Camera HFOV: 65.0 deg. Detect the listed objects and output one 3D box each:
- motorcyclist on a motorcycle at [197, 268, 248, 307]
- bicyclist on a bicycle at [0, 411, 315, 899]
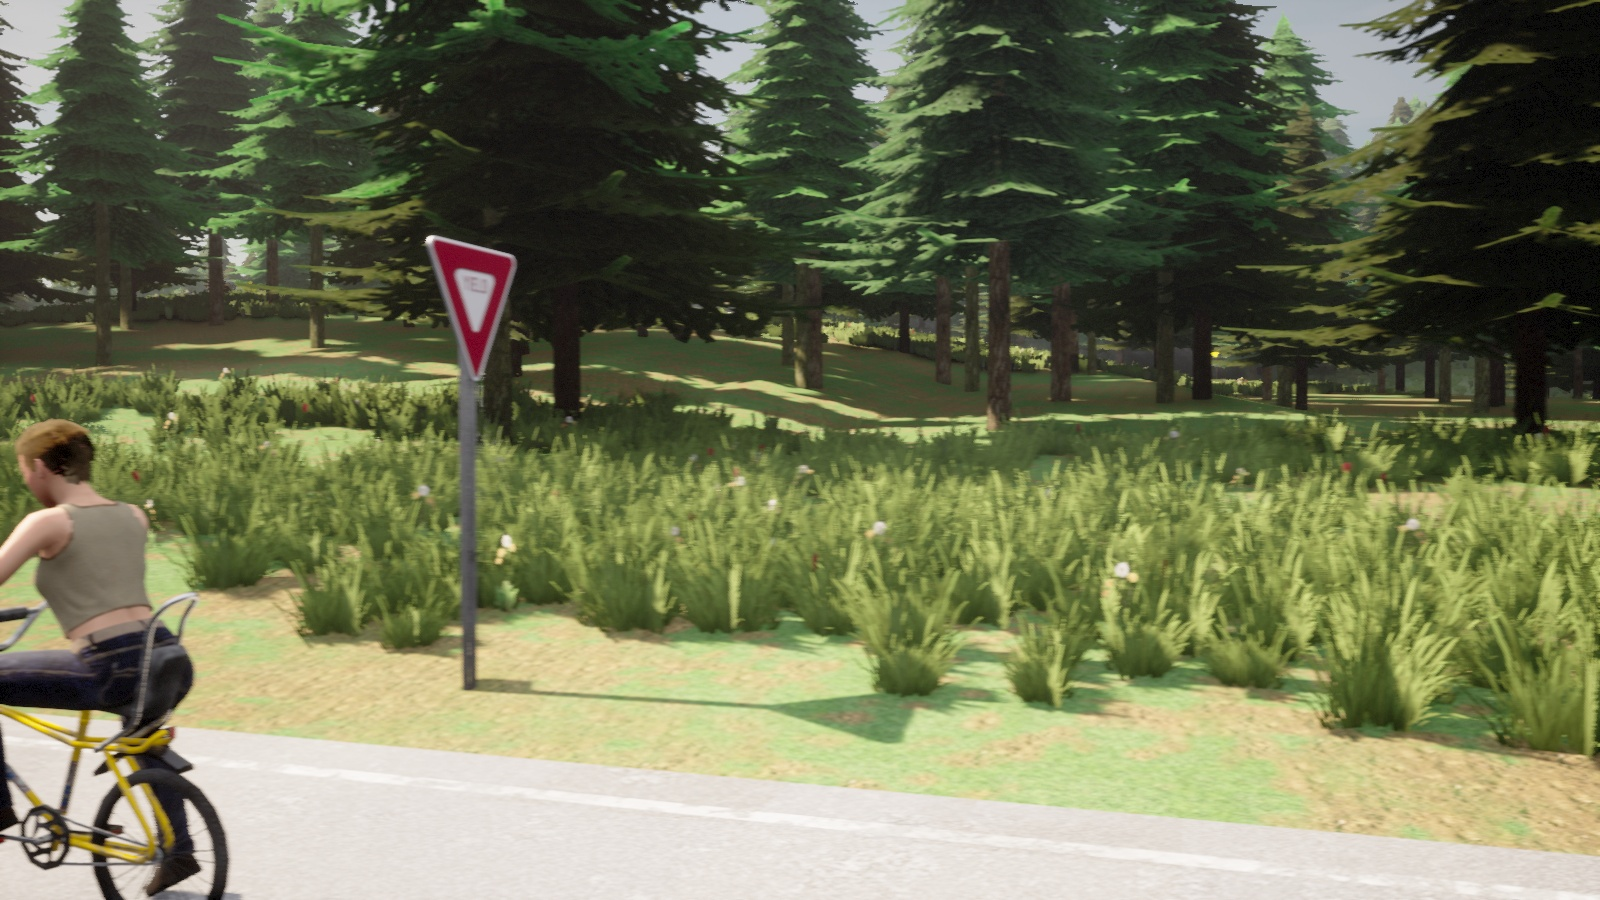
[{"bbox_3d":[-26.157,-7.363,56.889,2.191,1.530,0.866,0,0,25],"label":"motorcyclist on a motorcycle"},{"bbox_3d":[-2.478,0.689,4.033,1.509,1.612,0.866,1,1,18],"label":"bicyclist on a bicycle"}]
